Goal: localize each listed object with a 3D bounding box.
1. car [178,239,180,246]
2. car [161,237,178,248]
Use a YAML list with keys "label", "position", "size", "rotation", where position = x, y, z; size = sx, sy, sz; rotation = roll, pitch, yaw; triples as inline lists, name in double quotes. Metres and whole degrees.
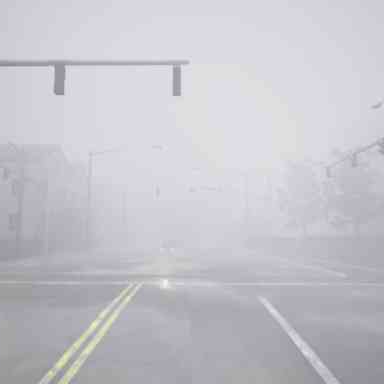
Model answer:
- label: "car"
  position: [-3.523, 9.823, 66.402]
  size: [2.097, 1.767, 4.553]
  rotation: [0, -8, 0]
- label: "car"
  position: [-3.581, 7.772, 50.781]
  size: [1.882, 1.535, 5.008]
  rotation: [0, -8, 0]
